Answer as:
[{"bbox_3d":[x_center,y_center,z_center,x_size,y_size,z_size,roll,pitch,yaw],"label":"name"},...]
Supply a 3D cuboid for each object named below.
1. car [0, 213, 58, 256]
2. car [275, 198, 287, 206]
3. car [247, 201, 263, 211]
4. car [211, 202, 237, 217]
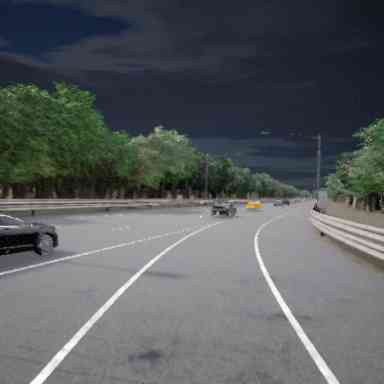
[{"bbox_3d":[-6.238,1.319,10.029,2.128,1.511,4.902,2,0,21],"label":"car"},{"bbox_3d":[21.896,2.844,83.630,2.033,1.411,5.357,2,0,21],"label":"car"},{"bbox_3d":[9.876,2.142,52.185,1.882,1.535,5.008,2,0,21],"label":"car"},{"bbox_3d":[3.449,1.835,35.371,1.837,1.490,4.892,2,0,21],"label":"car"}]
